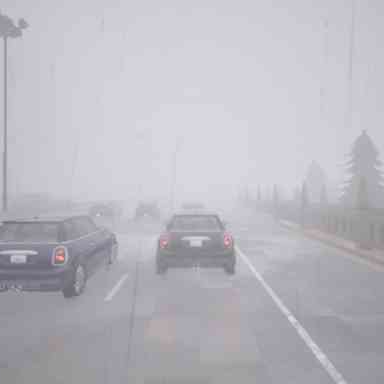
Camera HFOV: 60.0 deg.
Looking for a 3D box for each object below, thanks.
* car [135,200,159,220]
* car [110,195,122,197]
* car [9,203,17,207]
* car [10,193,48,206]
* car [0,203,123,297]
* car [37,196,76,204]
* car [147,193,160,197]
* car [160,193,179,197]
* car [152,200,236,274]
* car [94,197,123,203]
[{"bbox_3d":[-3.394,1.415,26.871,1.837,1.490,4.892,0,0,0],"label":"car"},{"bbox_3d":[-15.628,1.305,67.567,1.812,1.442,4.674,0,0,16],"label":"car"},{"bbox_3d":[-6.898,1.323,8.705,2.097,1.767,4.553,0,0,0],"label":"car"},{"bbox_3d":[-17.463,1.101,36.209,2.150,2.045,5.566,0,0,2],"label":"car"},{"bbox_3d":[-3.398,1.323,8.642,2.097,1.767,4.553,0,0,0],"label":"car"},{"bbox_3d":[-14.011,1.429,35.591,2.033,1.411,5.357,0,0,1],"label":"car"},{"bbox_3d":[-8.614,1.008,76.050,1.882,1.535,5.008,0,0,22],"label":"car"},{"bbox_3d":[-4.723,1.012,76.198,2.097,1.767,4.553,0,0,22],"label":"car"},{"bbox_3d":[0.102,1.317,10.591,2.097,1.767,4.553,0,0,0],"label":"car"},{"bbox_3d":[-6.894,1.415,26.866,1.837,1.490,4.892,0,0,0],"label":"car"}]
